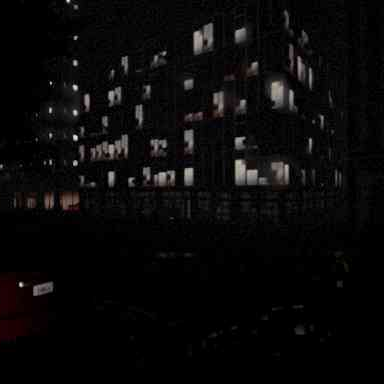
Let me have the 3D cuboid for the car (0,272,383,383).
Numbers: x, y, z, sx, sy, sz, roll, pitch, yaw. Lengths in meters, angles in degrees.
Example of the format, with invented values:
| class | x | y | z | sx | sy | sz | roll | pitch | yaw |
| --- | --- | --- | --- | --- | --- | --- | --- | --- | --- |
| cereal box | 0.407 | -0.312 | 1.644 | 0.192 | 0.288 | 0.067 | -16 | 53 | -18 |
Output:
| class | x | y | z | sx | sy | sz | roll | pitch | yaw |
| --- | --- | --- | --- | --- | --- | --- | --- | --- | --- |
| car | 0.667 | 1.565 | 2.402 | 4.313 | 1.339 | 1.947 | 0 | 0 | 35 |

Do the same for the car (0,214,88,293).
| class | x | y | z | sx | sy | sz | roll | pitch | yaw |
| --- | --- | --- | --- | --- | --- | --- | --- | --- | --- |
| car | -3.830 | 1.310 | 5.609 | 5.009 | 1.841 | 2.192 | 0 | 0 | 35 |
